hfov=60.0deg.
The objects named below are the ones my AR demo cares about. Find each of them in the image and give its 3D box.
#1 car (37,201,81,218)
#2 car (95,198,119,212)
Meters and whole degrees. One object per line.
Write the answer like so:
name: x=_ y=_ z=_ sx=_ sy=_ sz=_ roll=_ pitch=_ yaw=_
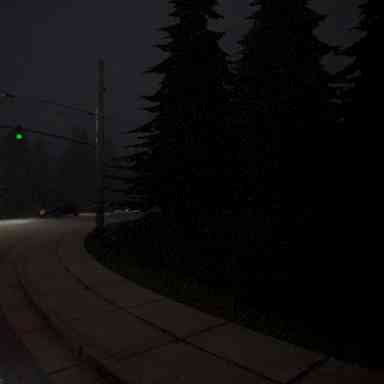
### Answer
car: x=-12.541 y=1.598 z=31.585 sx=2.128 sy=1.511 sz=4.902 roll=0 pitch=0 yaw=15
car: x=-9.984 y=1.508 z=40.444 sx=2.097 sy=1.767 sz=4.553 roll=0 pitch=0 yaw=17
